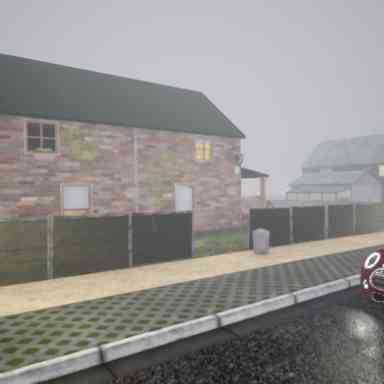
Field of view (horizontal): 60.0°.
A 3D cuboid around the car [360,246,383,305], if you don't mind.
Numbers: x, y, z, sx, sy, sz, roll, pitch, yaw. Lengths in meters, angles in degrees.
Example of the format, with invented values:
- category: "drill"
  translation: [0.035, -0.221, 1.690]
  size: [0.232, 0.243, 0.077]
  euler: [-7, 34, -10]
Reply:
- category: "car"
  translation: [5.532, 1.344, 6.997]
  size: [4.553, 1.767, 2.097]
  euler: [0, 0, -36]
